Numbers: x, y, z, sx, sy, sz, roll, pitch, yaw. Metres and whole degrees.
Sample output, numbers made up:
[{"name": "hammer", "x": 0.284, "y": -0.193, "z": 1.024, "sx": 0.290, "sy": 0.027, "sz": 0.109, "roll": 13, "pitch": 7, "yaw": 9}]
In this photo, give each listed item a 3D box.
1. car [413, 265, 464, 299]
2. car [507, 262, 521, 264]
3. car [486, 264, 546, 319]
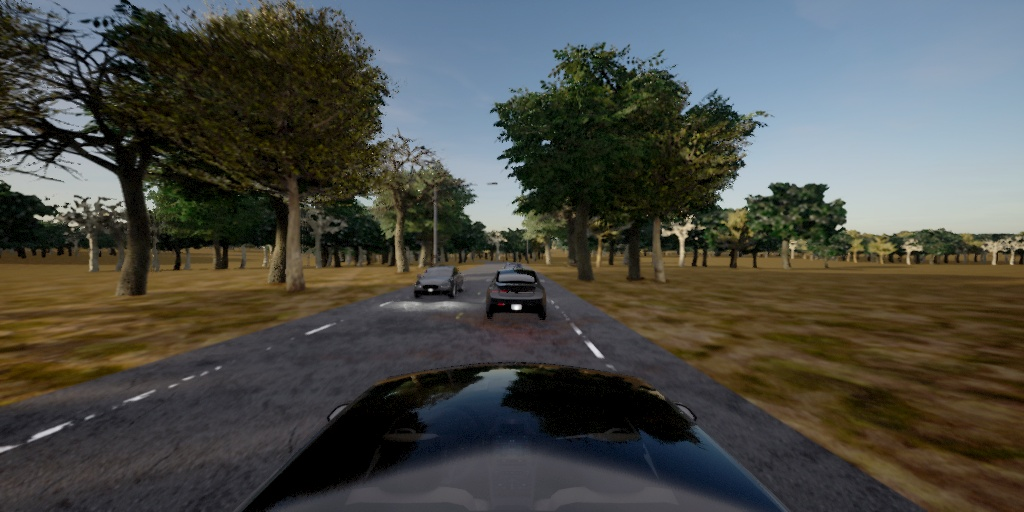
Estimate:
[{"name": "car", "x": -3.582, "y": 1.251, "z": 18.217, "sx": 1.837, "sy": 1.490, "sz": 4.892, "roll": 0, "pitch": 0, "yaw": 0}, {"name": "car", "x": 0.145, "y": 1.251, "z": 31.279, "sx": 2.033, "sy": 1.411, "sz": 5.357, "roll": 1, "pitch": 0, "yaw": 0}, {"name": "car", "x": 0.130, "y": 1.199, "z": 12.545, "sx": 1.837, "sy": 1.490, "sz": 4.892, "roll": 1, "pitch": 0, "yaw": 0}]
